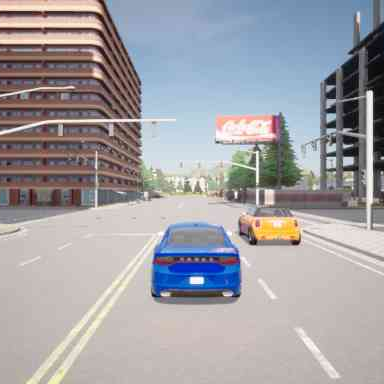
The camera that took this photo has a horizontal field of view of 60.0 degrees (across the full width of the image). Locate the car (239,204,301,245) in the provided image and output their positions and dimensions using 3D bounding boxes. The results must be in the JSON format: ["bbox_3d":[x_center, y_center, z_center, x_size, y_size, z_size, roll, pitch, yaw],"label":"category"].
[{"bbox_3d":[3.472,1.352,15.687,2.097,1.767,4.553,0,0,0],"label":"car"}]

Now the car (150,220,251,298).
[{"bbox_3d":[0.085,1.478,8.598,1.882,1.535,5.008,0,0,0],"label":"car"}]
